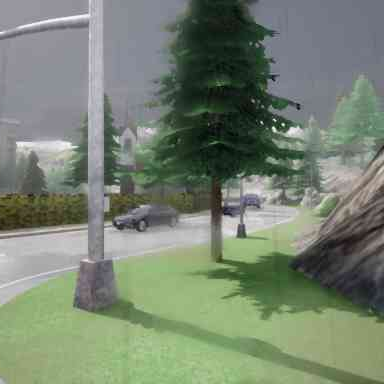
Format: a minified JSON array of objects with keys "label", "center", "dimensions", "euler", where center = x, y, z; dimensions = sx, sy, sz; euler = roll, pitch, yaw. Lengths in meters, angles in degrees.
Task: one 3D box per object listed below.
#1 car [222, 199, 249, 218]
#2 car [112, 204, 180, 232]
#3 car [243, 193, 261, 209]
[{"label":"car","center":[3.423,1.601,30.640],"dimensions":[1.895,1.301,4.718],"euler":[0,0,25]},{"label":"car","center":[-2.684,1.505,20.357],"dimensions":[1.837,1.490,4.892],"euler":[0,0,35]},{"label":"car","center":[8.169,1.223,45.446],"dimensions":[2.150,2.045,5.566],"euler":[0,0,10]}]
